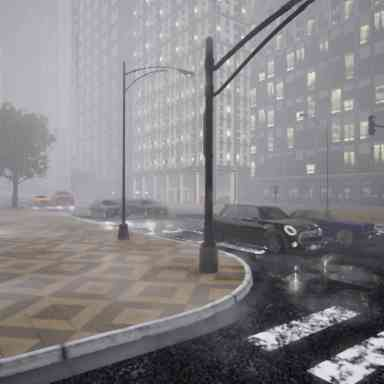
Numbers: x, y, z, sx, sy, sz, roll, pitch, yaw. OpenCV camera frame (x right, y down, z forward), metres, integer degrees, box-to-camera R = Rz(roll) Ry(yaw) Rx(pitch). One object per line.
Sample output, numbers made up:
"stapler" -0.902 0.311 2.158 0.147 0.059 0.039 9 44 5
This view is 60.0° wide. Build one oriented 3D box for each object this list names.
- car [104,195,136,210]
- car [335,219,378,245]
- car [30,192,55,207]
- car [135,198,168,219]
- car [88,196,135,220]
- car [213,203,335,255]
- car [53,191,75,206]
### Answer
"car" -8.662 1.195 39.782 1.882 1.535 5.008 0 0 -37
"car" 5.837 1.539 15.420 4.718 1.301 1.895 1 1 45
"car" -20.064 1.076 43.974 1.882 1.535 5.008 0 0 -36
"car" -3.825 1.286 27.513 1.882 1.535 5.008 0 0 -37
"car" -6.511 1.298 25.677 1.837 1.490 4.892 0 0 -37
"car" 2.822 1.271 13.150 2.097 1.767 4.553 0 0 -37
"car" -18.539 0.822 47.396 2.150 2.045 5.566 0 0 -36
